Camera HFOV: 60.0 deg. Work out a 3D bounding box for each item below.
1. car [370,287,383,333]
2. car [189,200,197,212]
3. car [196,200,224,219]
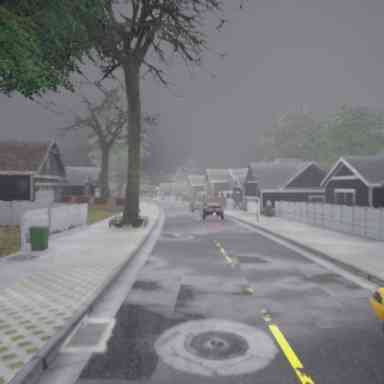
[{"bbox_3d":[3.576,1.455,2.774,1.801,1.575,5.366,0,0,0],"label":"car"},{"bbox_3d":[0.697,1.744,41.533,2.033,1.411,5.357,0,0,-6],"label":"car"},{"bbox_3d":[1.715,1.604,29.973,1.837,1.490,4.892,0,-1,-4],"label":"car"}]
